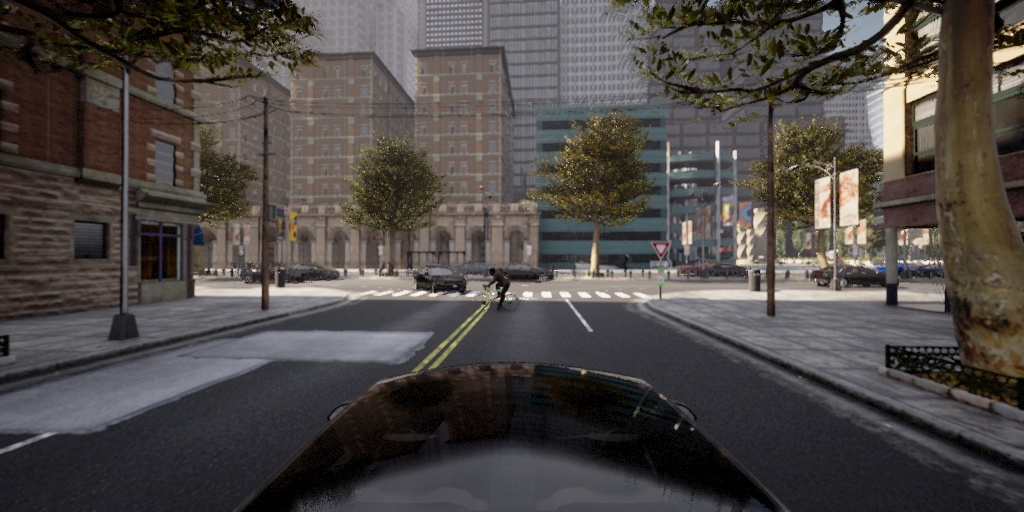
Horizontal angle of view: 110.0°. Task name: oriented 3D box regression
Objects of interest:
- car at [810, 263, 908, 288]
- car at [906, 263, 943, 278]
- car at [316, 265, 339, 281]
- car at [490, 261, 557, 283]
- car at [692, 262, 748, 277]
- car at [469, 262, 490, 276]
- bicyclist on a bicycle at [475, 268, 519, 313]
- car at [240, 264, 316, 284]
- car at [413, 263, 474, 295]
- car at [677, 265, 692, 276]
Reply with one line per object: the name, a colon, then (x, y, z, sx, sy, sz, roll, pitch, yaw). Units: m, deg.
car: (23.384, 1.393, 24.574, 4.892, 1.490, 1.837, 0, 0, 5)
car: (41.059, 1.510, 34.850, 4.674, 1.442, 1.812, 0, 0, 4)
car: (-17.500, 1.410, 31.206, 4.674, 1.442, 1.812, 0, 0, 4)
car: (0.989, 1.372, 29.791, 5.008, 1.535, 1.882, 0, 0, 4)
car: (21.339, 1.472, 36.444, 4.674, 1.442, 1.812, 0, 0, 4)
car: (-4.434, 1.425, 38.431, 4.902, 1.511, 2.128, 0, 0, 4)
bicyclist on a bicycle: (-0.564, 1.260, 13.187, 1.656, 1.620, 0.582, 0, 0, 3)
car: (-18.317, 1.372, 27.758, 4.892, 1.490, 1.837, 0, 0, 4)
car: (-4.320, 1.322, 21.049, 1.882, 1.535, 5.008, 1, -1, -32)
car: (21.075, 1.442, 39.984, 5.008, 1.535, 1.882, 0, 0, 4)
